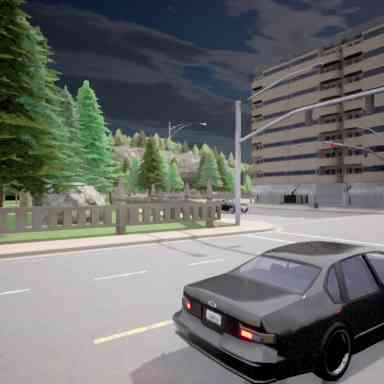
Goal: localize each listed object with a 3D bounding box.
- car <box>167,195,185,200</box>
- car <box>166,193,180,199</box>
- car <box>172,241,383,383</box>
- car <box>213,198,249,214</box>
[{"bbox_3d":[-1.436,1.492,45.391,2.033,1.411,5.357,0,0,-18],"label":"car"},{"bbox_3d":[-3.404,1.167,61.522,2.150,2.045,5.566,0,0,5],"label":"car"},{"bbox_3d":[2.312,1.547,5.438,5.357,1.411,2.033,0,0,-35],"label":"car"},{"bbox_3d":[3.877,1.436,34.920,2.128,1.511,4.902,0,0,-32],"label":"car"}]
